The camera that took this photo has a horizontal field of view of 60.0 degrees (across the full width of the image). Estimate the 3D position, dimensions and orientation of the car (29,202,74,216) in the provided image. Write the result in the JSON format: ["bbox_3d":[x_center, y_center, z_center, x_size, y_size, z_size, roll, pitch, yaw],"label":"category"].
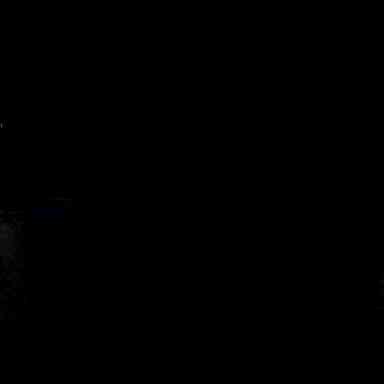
[{"bbox_3d":[-16.215,1.926,38.613,1.887,1.381,4.507,-2,-1,35],"label":"car"}]

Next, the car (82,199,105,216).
[{"bbox_3d":[-9.125,1.708,33.880,1.947,1.339,4.313,-2,-1,35],"label":"car"}]

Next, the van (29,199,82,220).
[{"bbox_3d":[-12.255,1.498,29.463,1.690,1.788,3.998,-2,-1,35],"label":"van"}]
